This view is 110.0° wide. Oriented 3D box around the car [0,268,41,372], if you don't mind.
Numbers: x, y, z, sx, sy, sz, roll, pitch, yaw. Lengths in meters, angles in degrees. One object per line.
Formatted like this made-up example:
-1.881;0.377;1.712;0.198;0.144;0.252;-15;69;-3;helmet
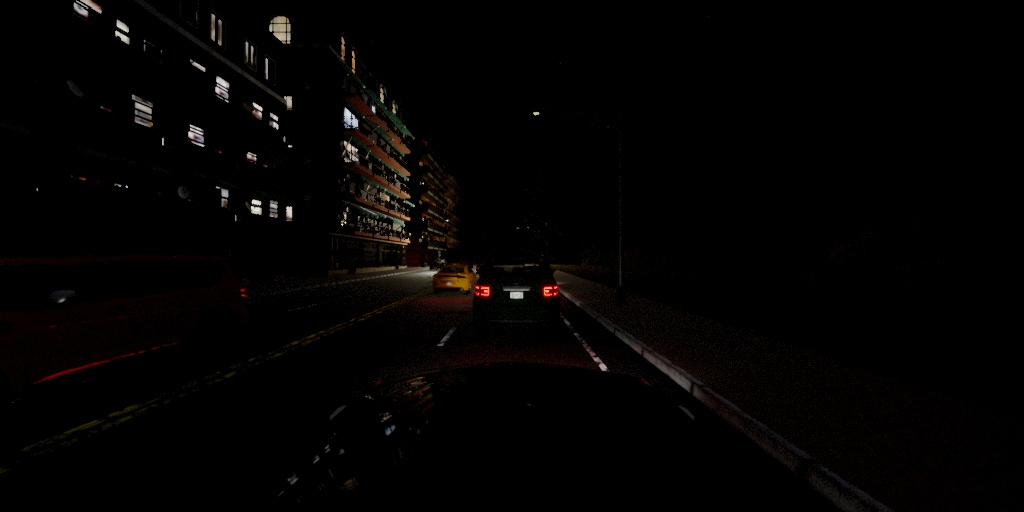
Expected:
-9.843;1.102;4.417;2.097;1.767;4.553;0;0;0;car

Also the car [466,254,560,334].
0.121;0.973;10.733;2.150;2.045;5.566;0;0;0;car

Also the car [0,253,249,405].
-6.592;0.972;5.197;2.150;2.045;5.566;0;0;0;car

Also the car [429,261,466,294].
-3.095;1.229;20.183;1.882;1.535;5.008;0;0;0;car
